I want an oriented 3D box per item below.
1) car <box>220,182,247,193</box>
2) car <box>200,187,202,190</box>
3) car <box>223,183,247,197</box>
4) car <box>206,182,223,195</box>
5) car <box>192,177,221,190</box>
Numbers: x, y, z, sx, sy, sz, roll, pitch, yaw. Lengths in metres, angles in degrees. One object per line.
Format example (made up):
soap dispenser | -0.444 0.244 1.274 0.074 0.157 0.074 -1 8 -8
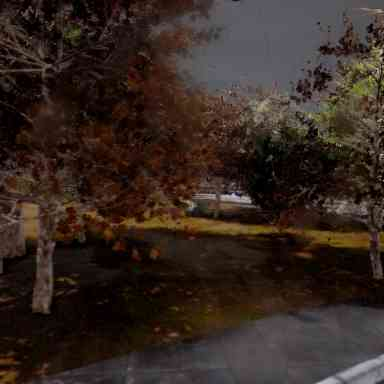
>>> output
car | 7.000 -0.779 55.523 1.946 1.575 5.366 5 3 35
car | 1.776 -0.799 43.444 2.435 2.045 5.566 5 3 35
car | 6.231 -0.105 40.192 2.163 1.488 4.792 5 3 35
car | 4.000 -0.341 41.828 2.097 1.535 5.008 5 3 35
car | 2.644 -1.440 58.896 2.435 2.045 5.566 5 3 35
